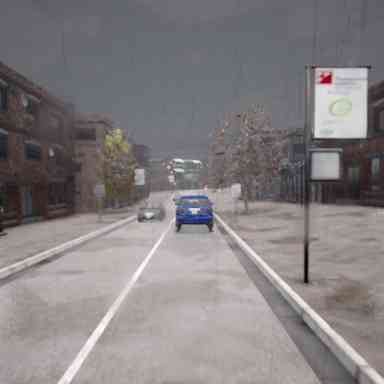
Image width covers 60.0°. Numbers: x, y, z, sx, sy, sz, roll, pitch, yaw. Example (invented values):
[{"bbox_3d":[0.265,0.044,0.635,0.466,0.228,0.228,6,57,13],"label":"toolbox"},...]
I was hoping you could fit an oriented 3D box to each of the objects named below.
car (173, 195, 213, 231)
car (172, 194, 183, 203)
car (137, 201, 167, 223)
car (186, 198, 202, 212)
[{"bbox_3d":[0.145,1.214,20.756,2.150,2.045,5.566,0,0,0],"label":"car"},{"bbox_3d":[-2.808,1.290,66.624,1.882,1.535,5.008,0,2,0],"label":"car"},{"bbox_3d":[-3.036,1.482,25.852,2.128,1.511,4.902,0,0,0],"label":"car"},{"bbox_3d":[0.205,1.511,39.058,1.812,1.442,4.674,0,0,0],"label":"car"}]
